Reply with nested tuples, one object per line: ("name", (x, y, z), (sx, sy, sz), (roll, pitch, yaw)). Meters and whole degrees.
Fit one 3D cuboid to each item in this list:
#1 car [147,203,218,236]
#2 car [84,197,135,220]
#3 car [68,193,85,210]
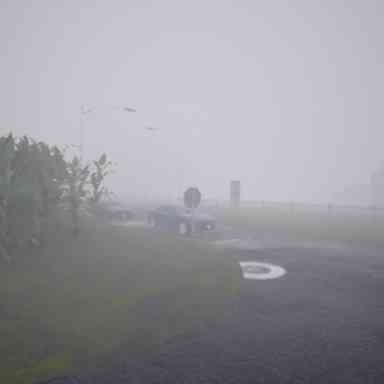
("car", (-0.622, 1.382, 18.146), (1.882, 1.535, 5.008), (2, 0, -36))
("car", (-6.411, 1.338, 26.231), (2.033, 1.411, 5.357), (2, 0, -36))
("car", (-12.356, 0.895, 34.559), (2.150, 2.045, 5.566), (2, 0, -36))
